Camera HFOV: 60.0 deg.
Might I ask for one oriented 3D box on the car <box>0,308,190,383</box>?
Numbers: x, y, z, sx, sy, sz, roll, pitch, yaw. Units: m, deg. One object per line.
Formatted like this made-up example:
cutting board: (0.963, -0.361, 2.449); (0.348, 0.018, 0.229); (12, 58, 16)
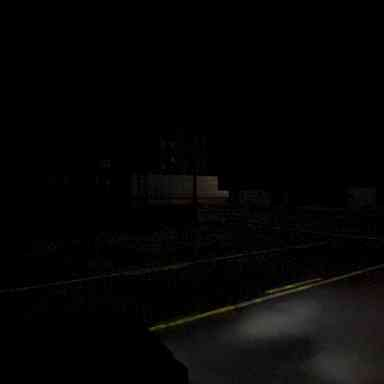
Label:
car: (-2.281, 1.601, 2.127); (4.718, 1.301, 1.895); (0, 0, -36)
